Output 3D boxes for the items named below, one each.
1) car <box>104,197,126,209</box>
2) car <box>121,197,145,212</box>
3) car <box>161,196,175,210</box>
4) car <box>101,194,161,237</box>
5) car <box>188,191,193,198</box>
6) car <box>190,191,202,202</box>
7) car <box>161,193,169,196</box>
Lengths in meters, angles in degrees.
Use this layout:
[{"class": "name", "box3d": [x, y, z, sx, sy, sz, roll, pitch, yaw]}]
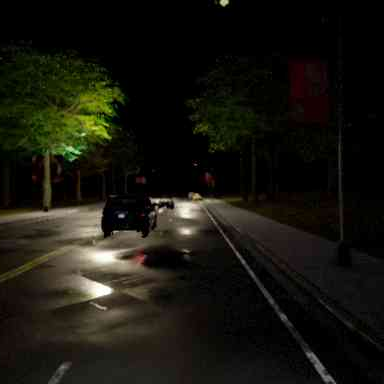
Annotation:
[{"class": "car", "box3d": [-9.844, 1.370, 42.748, 1.812, 1.442, 4.674, 0, 0, 0]}, {"class": "car", "box3d": [-6.604, 1.342, 37.624, 1.882, 1.535, 5.008, 0, 0, 0]}, {"class": "car", "box3d": [-3.160, 1.451, 41.308, 1.895, 1.301, 4.718, 0, 0, 0]}, {"class": "car", "box3d": [-3.155, 1.159, 17.565, 2.150, 2.045, 5.566, 0, 0, 0]}, {"class": "car", "box3d": [-0.022, 1.145, 90.462, 1.812, 1.442, 4.674, 0, 0, 0]}, {"class": "car", "box3d": [1.120, 1.206, 71.053, 1.801, 1.575, 5.366, 0, 0, 0]}, {"class": "car", "box3d": [-6.520, 0.948, 79.178, 1.812, 1.442, 4.674, 0, 0, 0]}]
